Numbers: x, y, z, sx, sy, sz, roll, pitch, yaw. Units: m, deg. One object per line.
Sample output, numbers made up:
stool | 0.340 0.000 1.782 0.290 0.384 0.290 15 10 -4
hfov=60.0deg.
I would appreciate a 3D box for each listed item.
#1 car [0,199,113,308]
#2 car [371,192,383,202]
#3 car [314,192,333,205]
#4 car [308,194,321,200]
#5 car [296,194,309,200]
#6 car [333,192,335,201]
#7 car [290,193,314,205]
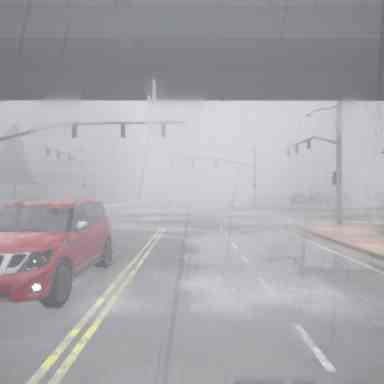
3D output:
car | -3.545 1.208 8.233 2.150 2.045 5.566 0 0 1
car | 39.079 1.023 68.838 1.932 1.855 4.605 0 0 0
car | 19.532 1.059 51.219 1.905 1.878 3.866 0 0 0
car | 30.798 1.205 83.823 1.784 1.438 3.905 0 0 0
car | 27.903 1.237 83.815 1.970 1.475 3.806 0 0 0
car | 33.481 0.995 83.882 1.932 1.855 4.605 0 0 0
car | 16.637 1.056 51.264 1.932 1.855 4.605 0 0 0
